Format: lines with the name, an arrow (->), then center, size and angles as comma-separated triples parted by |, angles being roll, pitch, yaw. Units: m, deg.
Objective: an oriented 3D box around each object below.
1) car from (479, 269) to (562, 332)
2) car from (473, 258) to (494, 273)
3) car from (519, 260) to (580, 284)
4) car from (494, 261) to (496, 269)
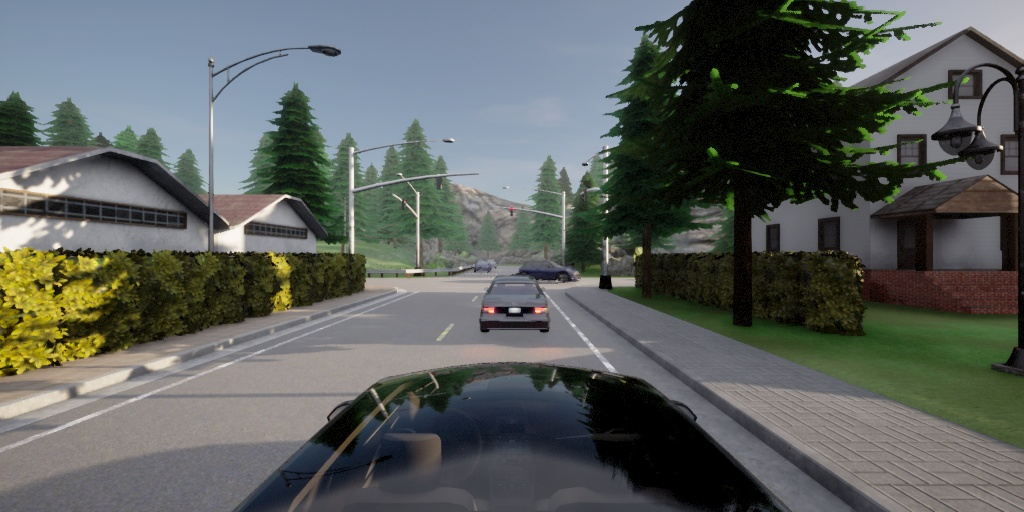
car -> 0.079, 1.297, 10.770 | 2.033, 1.411, 5.357 | 0, 0, 0
car -> -3.555, 1.276, 43.688 | 1.812, 1.442, 4.674 | 0, 0, 0
car -> 2.698, 1.093, 26.767 | 4.553, 1.767, 2.097 | 0, 0, 24
car -> -3.544, 1.275, 57.959 | 1.812, 1.442, 4.674 | 0, 0, 0
